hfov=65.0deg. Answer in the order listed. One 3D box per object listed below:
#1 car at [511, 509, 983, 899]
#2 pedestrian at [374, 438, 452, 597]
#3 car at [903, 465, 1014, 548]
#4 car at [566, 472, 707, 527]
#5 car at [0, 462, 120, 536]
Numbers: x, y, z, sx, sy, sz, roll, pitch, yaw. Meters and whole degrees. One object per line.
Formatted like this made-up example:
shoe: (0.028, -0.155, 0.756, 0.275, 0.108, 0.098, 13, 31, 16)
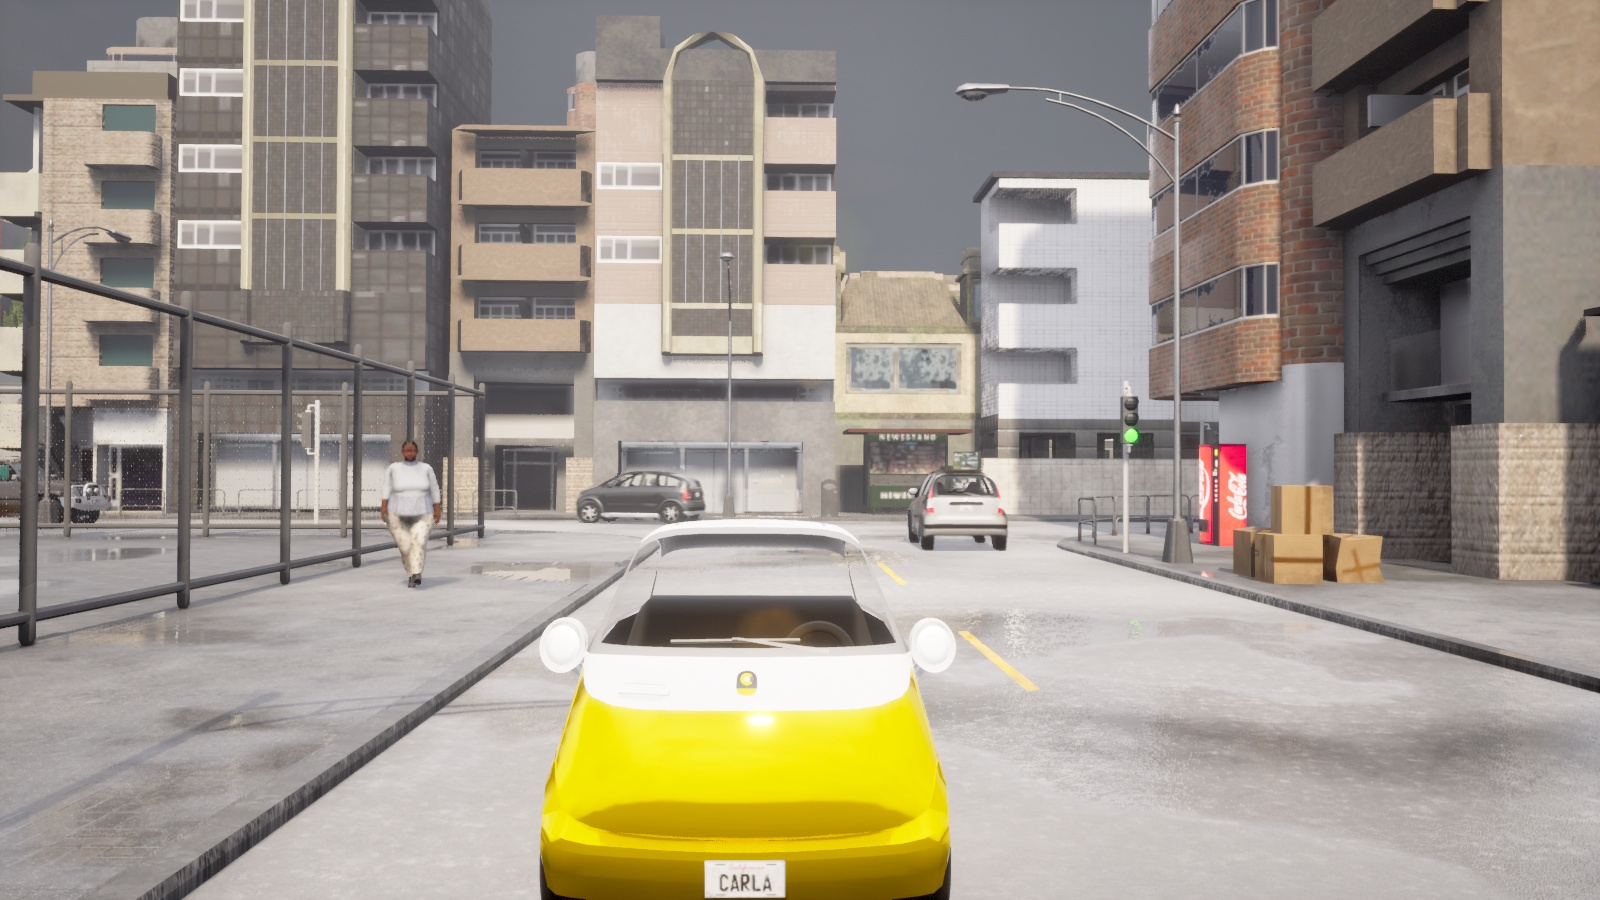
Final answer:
car: (-0.190, 0.955, 5.061, 1.481, 1.376, 2.207, 0, -1, -1)
pedestrian: (-4.683, 0.798, 15.251, 0.874, 1.855, 0.900, 0, -1, -16)
car: (3.277, 1.147, 26.715, 1.851, 1.617, 3.988, 0, -1, 0)
car: (-4.754, 1.427, 36.726, 3.705, 1.549, 1.789, 0, -1, 13)
car: (-20.481, 1.259, 32.573, 4.605, 1.855, 1.932, 0, -1, -1)
